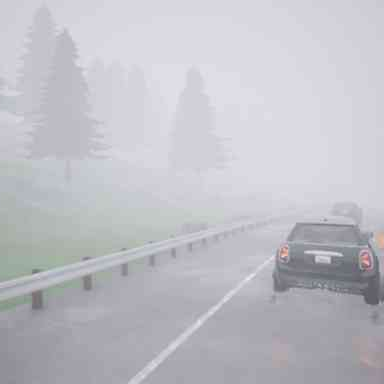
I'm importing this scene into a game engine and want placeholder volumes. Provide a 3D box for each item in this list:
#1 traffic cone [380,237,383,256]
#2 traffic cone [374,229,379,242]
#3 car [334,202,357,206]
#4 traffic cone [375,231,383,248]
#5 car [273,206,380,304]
[{"bbox_3d":[7.214,2.053,12.229,0.340,0.580,0.340,0,0,25],"label":"traffic cone"},{"bbox_3d":[8.892,2.077,15.859,0.340,0.580,0.340,0,0,25],"label":"traffic cone"},{"bbox_3d":[11.755,1.525,25.353,2.097,1.767,4.553,0,0,28],"label":"car"},{"bbox_3d":[8.053,2.065,14.044,0.340,0.580,0.340,0,0,25],"label":"traffic cone"},{"bbox_3d":[3.553,1.407,8.725,2.097,1.767,4.553,0,0,24],"label":"car"}]
